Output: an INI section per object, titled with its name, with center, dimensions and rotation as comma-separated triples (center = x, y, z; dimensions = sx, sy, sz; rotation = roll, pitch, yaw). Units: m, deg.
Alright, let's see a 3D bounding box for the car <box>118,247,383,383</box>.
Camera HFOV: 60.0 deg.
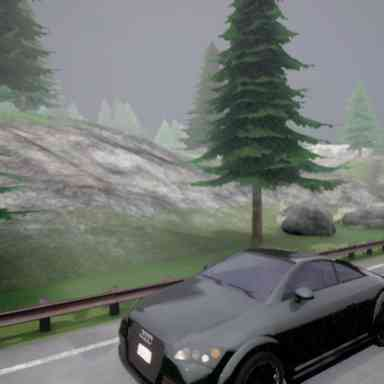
[car]
center = 1.113, 1.546, 4.738
dimensions = 4.181, 1.385, 1.994
rotation = 0, 0, -35
